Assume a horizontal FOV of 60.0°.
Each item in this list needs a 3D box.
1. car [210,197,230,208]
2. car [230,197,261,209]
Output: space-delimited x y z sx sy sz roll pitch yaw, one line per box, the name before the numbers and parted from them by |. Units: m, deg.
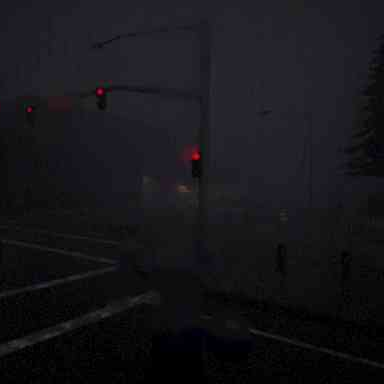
car | 4.142 1.327 43.745 1.994 1.385 4.181 1 0 36
car | 7.026 1.365 41.760 1.994 1.385 4.181 1 0 36
